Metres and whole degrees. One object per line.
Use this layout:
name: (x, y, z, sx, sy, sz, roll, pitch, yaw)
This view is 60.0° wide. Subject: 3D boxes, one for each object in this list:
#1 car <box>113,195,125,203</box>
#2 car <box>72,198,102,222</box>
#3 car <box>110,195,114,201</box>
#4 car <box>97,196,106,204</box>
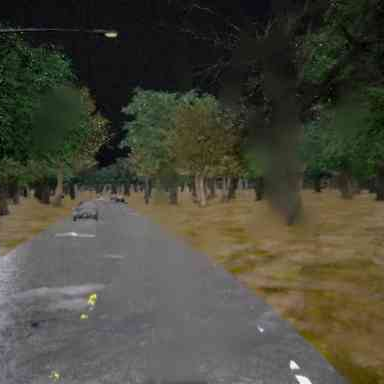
car: (-16.041, 1.671, 74.179, 1.882, 1.535, 5.008, 0, 0, -14)
car: (-8.650, 1.542, 27.355, 1.837, 1.490, 4.892, 0, 0, -14)
car: (-21.277, 1.575, 91.363, 1.812, 1.442, 4.674, 0, 0, -14)
car: (-18.454, 1.532, 67.108, 2.097, 1.767, 4.553, 0, 0, -14)
